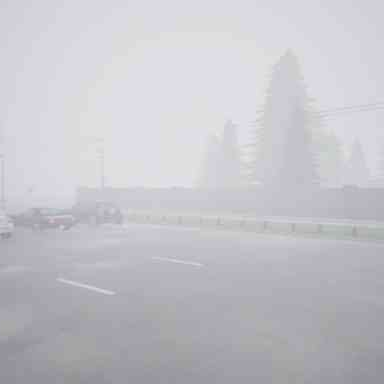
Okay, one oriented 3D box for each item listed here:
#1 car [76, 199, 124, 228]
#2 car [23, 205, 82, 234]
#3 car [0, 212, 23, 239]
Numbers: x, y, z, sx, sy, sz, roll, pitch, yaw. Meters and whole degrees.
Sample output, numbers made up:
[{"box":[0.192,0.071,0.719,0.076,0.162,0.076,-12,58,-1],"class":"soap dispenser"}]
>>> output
[{"box":[-6.603,1.261,21.600,4.553,1.767,2.097,0,0,36],"class":"car"},{"box":[-8.616,1.510,18.738,4.718,1.301,1.895,0,0,36],"class":"car"},{"box":[-10.085,1.439,15.472,4.674,1.442,1.812,0,0,35],"class":"car"}]
